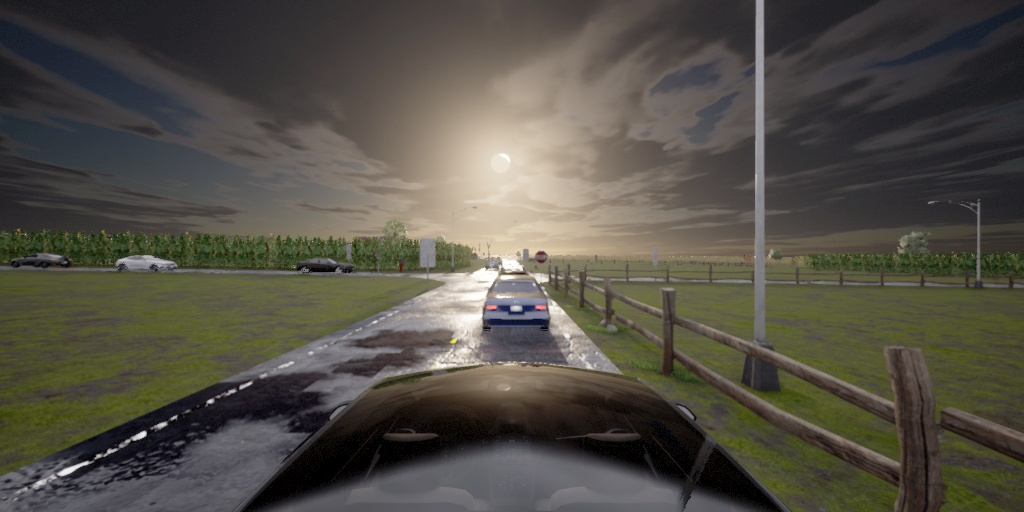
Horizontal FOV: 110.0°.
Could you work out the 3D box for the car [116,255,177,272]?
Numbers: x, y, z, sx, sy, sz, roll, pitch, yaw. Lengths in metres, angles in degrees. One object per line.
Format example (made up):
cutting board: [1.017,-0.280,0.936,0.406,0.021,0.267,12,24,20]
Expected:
car: [-33.919,0.679,33.310,4.674,1.442,1.812,1,0,0]

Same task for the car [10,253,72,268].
car: [-47.379,0.470,36.159,4.674,1.442,1.812,1,0,0]

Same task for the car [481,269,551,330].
car: [0.097,1.296,11.059,2.033,1.411,5.357,0,0,0]

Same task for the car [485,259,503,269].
car: [-2.850,1.232,52.319,2.128,1.511,4.902,0,0,0]

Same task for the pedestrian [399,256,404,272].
pedestrian: [-12.179,0.879,39.351,0.375,1.860,0.375,0,-2,0]

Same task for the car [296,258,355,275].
car: [-17.281,0.926,33.359,5.008,1.535,1.882,1,0,0]

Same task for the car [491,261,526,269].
car: [0.038,1.239,21.174,2.128,1.511,4.902,0,0,-2]
